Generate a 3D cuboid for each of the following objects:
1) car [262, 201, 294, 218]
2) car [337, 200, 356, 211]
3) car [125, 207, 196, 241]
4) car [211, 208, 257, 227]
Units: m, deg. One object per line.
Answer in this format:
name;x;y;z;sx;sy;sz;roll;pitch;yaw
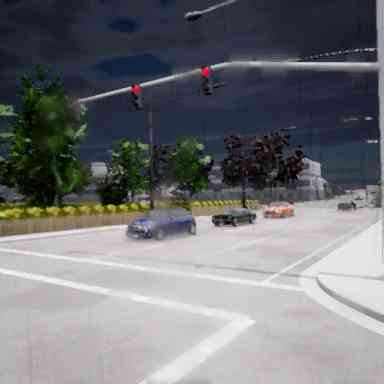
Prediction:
car;9.056;1.789;34.910;2.097;1.767;4.553;-2;-1;35
car;22.137;1.895;47.480;1.882;1.535;5.008;-2;-2;34
car;-1.705;1.736;19.233;2.097;1.767;4.553;-2;-1;34
car;3.414;2.011;26.693;1.895;1.301;4.718;-2;-1;34
